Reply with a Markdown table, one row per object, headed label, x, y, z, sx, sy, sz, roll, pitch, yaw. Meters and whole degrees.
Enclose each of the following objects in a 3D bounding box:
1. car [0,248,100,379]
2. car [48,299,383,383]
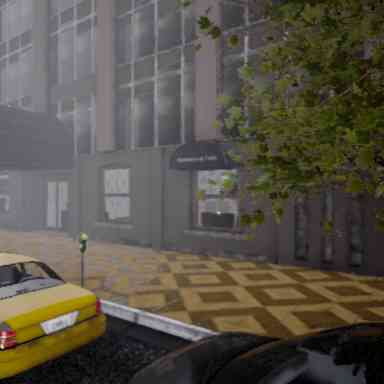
| label | x | y | z | sx | sy | sz | roll | pitch | yaw |
| --- | --- | --- | --- | --- | --- | --- | --- | --- | --- |
| car | -3.465 | 1.548 | 5.357 | 4.829 | 1.417 | 1.752 | 0 | 0 | 36 |
| car | 1.305 | 1.566 | 1.938 | 4.313 | 1.339 | 1.947 | 0 | 0 | 36 |
